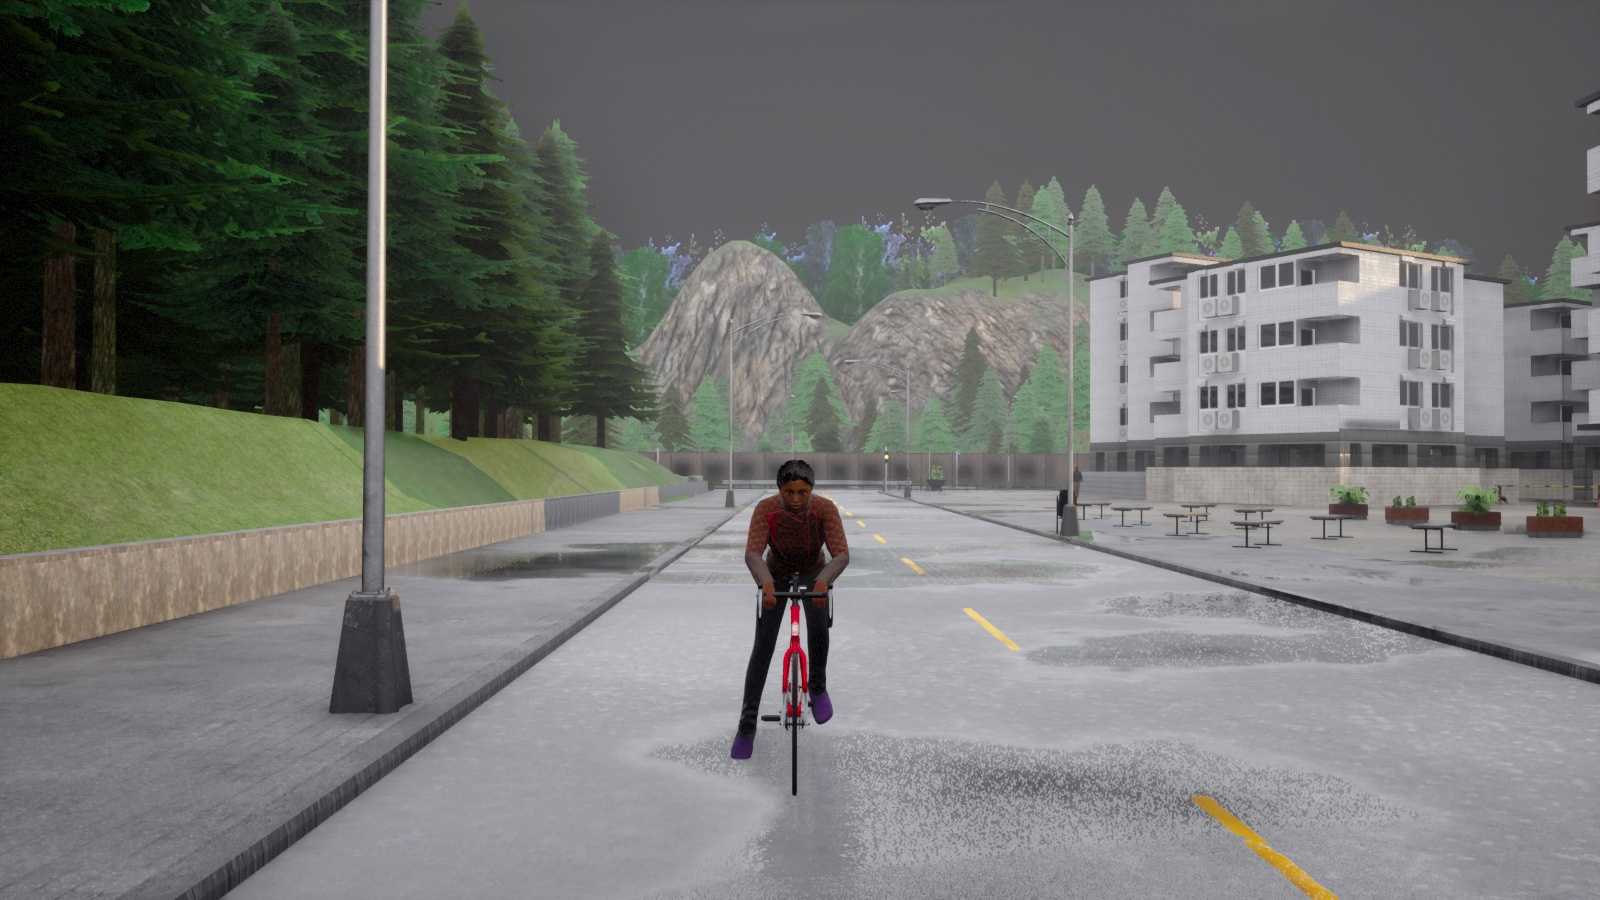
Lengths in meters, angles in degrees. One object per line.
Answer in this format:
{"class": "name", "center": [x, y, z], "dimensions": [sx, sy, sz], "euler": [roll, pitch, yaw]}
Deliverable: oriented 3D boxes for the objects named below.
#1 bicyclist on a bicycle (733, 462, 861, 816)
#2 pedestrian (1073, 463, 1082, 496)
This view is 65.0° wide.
{"class": "bicyclist on a bicycle", "center": [-0.018, 0.878, 6.593], "dimensions": [0.582, 1.620, 1.656], "euler": [0, -1, 0]}
{"class": "pedestrian", "center": [15.592, 1.645, 70.623], "dimensions": [0.431, 1.840, 0.703], "euler": [0, -1, 9]}
